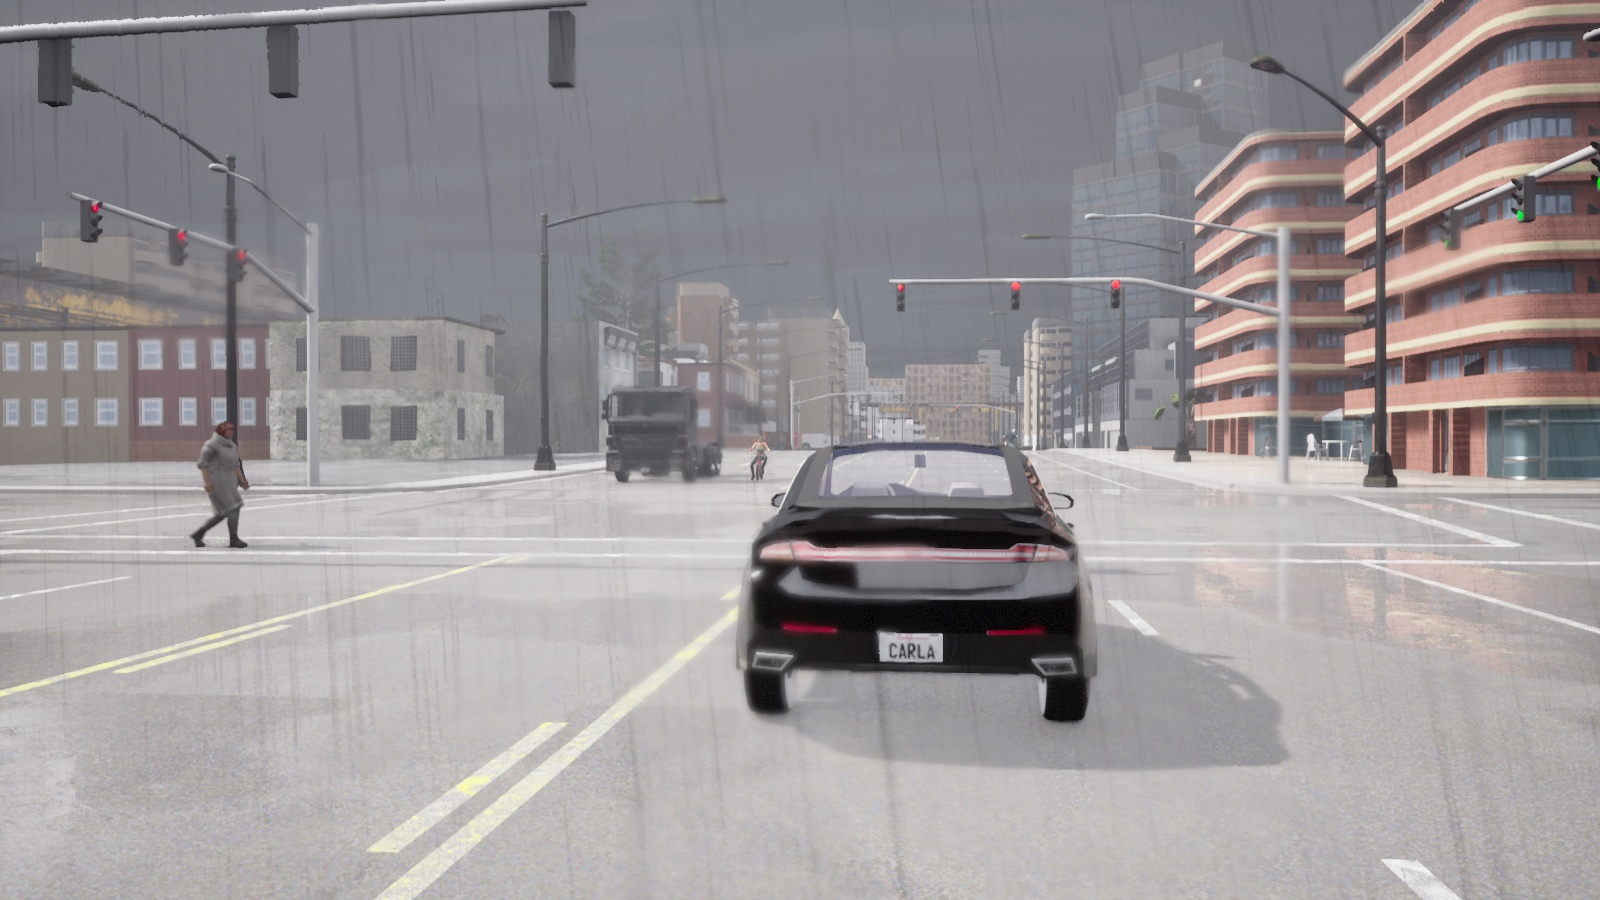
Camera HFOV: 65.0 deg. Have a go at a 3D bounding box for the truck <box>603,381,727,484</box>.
[{"bbox_3d":[-4.788,-0.662,46.410,2.891,3.462,7.936,0,1,6],"label":"truck"}]

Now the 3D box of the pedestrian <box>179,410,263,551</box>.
[{"bbox_3d":[-8.185,0.425,17.773,0.873,1.952,0.659,0,0,2],"label":"pedestrian"}]

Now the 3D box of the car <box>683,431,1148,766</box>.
[{"bbox_3d":[0.778,0.652,8.210,2.128,1.511,4.902,0,0,6],"label":"car"}]
